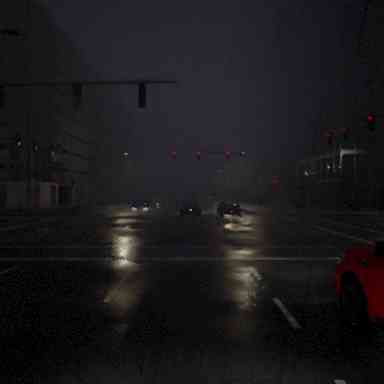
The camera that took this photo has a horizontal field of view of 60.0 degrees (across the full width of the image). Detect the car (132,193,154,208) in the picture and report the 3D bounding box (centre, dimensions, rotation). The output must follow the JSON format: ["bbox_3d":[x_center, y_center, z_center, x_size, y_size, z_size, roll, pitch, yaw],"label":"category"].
[{"bbox_3d":[-7.371,1.172,48.966,2.150,2.045,5.566,0,0,0],"label":"car"}]

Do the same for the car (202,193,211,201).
[{"bbox_3d":[3.611,1.257,82.044,2.097,1.767,4.553,0,0,1],"label":"car"}]

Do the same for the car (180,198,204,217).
[{"bbox_3d":[-0.137,1.555,31.671,1.994,1.385,4.181,0,0,-1],"label":"car"}]

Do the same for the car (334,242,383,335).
[{"bbox_3d":[3.569,1.218,3.546,2.150,2.045,5.566,0,0,0],"label":"car"}]

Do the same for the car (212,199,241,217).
[{"bbox_3d":[3.371,1.484,31.062,2.128,1.511,4.902,0,0,-1],"label":"car"}]

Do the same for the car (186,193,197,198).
[{"bbox_3d":[-0.021,1.150,71.547,2.150,2.045,5.566,0,0,1],"label":"car"}]

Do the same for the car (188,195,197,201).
[{"bbox_3d":[0.112,1.442,82.117,2.033,1.411,5.357,0,0,1],"label":"car"}]

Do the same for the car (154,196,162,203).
[{"bbox_3d":[-7.118,1.464,64.747,1.812,1.442,4.674,0,0,1],"label":"car"}]

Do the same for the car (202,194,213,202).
[{"bbox_3d":[3.486,1.285,72.074,2.097,1.767,4.553,0,0,1],"label":"car"}]
